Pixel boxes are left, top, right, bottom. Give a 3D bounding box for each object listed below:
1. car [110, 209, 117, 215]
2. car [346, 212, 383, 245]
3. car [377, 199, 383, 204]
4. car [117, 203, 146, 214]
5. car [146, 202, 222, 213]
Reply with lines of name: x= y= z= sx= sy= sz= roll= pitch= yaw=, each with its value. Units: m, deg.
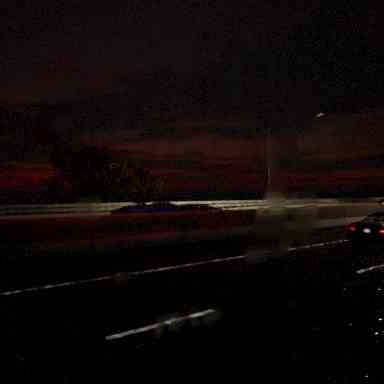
car: x=-4.395 y=1.568 z=26.653 sx=4.181 sy=1.385 sz=1.994 roll=0 pitch=0 yaw=-35
car: x=8.816 y=1.550 z=14.334 sx=5.357 sy=1.411 sz=2.033 roll=0 pitch=0 yaw=-36
car: x=30.813 y=1.539 z=51.683 sx=5.357 sy=1.411 sz=2.033 roll=0 pitch=0 yaw=-35
car: x=-2.429 y=1.481 z=23.758 sx=5.008 sy=1.535 sz=1.882 roll=0 pitch=0 yaw=-35
car: x=-0.127 y=1.508 z=21.100 sx=4.892 sy=1.490 sz=1.837 roll=0 pitch=0 yaw=-35
